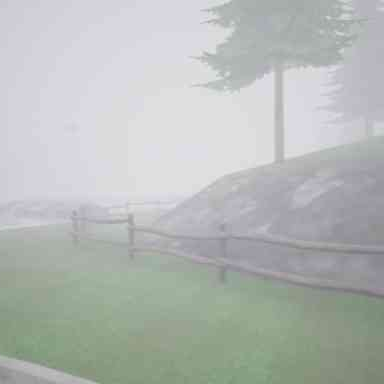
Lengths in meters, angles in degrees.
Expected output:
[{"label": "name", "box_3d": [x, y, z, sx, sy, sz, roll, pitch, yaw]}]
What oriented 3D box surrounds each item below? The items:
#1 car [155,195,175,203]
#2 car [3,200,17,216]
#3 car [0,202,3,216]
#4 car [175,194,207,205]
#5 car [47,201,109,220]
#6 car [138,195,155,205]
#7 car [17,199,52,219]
[{"label": "car", "box_3d": [-3.175, 1.164, 52.804, 2.128, 1.511, 4.902, 0, 0, 29]}, {"label": "car", "box_3d": [-14.712, 1.448, 31.585, 2.128, 1.511, 4.902, 0, 0, 28]}, {"label": "car", "box_3d": [-17.984, 1.513, 32.889, 1.812, 1.442, 4.674, 0, 0, 28]}, {"label": "car", "box_3d": [-0.098, 1.138, 51.136, 2.128, 1.511, 4.902, 0, 0, 29]}, {"label": "car", "box_3d": [-9.074, 1.518, 27.296, 1.895, 1.301, 4.718, 0, 0, 28]}, {"label": "car", "box_3d": [-6.638, 1.183, 53.772, 1.882, 1.535, 5.008, 0, 0, 29]}, {"label": "car", "box_3d": [-12.019, 1.488, 29.212, 2.033, 1.411, 5.357, 0, 0, 28]}]
